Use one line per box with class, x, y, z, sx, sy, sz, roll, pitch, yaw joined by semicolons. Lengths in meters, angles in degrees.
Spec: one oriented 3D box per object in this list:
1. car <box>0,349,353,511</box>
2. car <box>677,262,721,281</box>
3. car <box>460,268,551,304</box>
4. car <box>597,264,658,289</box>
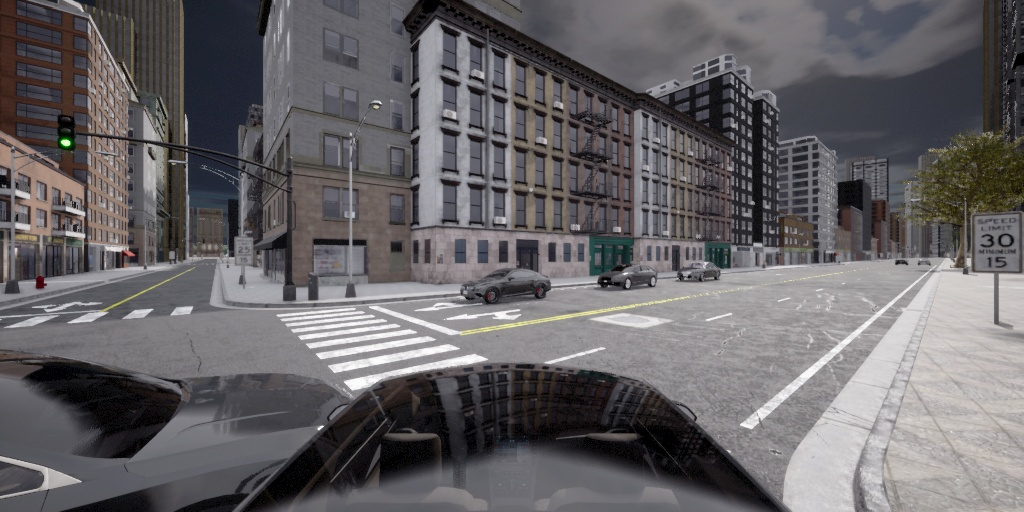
car;-3.237;1.257;1.661;4.892;1.490;1.837;0;0;-35
car;15.420;1.234;29.482;4.902;1.511;2.128;0;0;-39
car;-0.176;1.286;16.658;4.674;1.442;1.812;0;0;-39
car;7.464;1.257;22.946;4.892;1.490;1.837;0;0;-39
